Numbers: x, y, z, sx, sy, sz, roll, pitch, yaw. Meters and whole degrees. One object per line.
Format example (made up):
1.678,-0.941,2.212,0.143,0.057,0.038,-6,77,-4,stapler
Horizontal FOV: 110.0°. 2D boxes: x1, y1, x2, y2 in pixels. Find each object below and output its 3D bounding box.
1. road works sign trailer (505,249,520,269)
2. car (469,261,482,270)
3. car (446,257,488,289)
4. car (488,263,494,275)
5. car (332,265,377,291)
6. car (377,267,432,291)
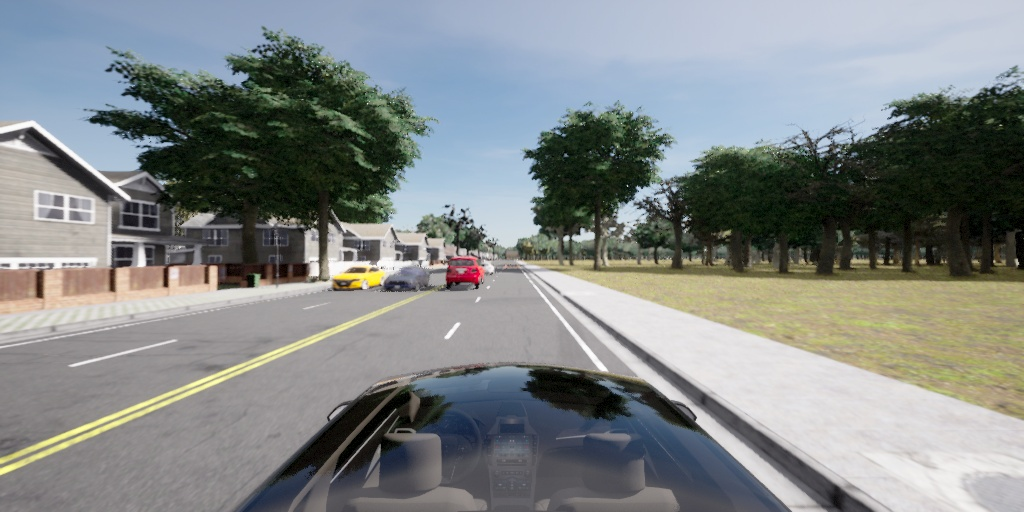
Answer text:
0.021,0.579,64.647,2.380,3.560,2.880,0,0,0,road works sign trailer
-6.505,1.590,64.196,1.882,1.535,5.008,0,0,1,car
-3.141,1.104,24.839,2.150,2.045,5.566,0,0,0,car
-3.135,1.515,43.384,1.812,1.442,4.674,0,0,0,car
-9.842,1.353,23.396,1.882,1.535,5.008,0,0,0,car
-6.593,1.421,23.238,2.033,1.411,5.357,0,0,0,car
